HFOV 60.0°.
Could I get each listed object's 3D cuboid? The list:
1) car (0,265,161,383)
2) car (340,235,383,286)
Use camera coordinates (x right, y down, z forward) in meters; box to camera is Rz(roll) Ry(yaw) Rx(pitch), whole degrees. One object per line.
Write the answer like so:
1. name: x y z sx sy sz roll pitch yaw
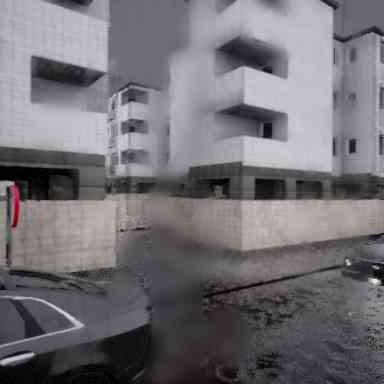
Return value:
1. car: -2.609 1.499 2.739 4.892 1.490 1.837 1 -1 -35
2. car: 6.301 1.661 9.088 5.357 1.411 2.033 1 0 -35
